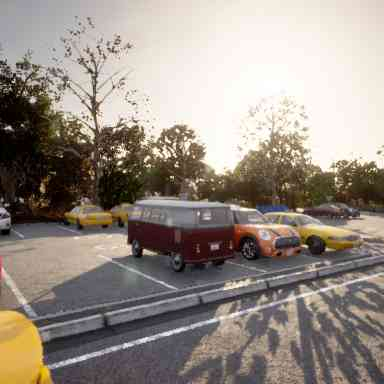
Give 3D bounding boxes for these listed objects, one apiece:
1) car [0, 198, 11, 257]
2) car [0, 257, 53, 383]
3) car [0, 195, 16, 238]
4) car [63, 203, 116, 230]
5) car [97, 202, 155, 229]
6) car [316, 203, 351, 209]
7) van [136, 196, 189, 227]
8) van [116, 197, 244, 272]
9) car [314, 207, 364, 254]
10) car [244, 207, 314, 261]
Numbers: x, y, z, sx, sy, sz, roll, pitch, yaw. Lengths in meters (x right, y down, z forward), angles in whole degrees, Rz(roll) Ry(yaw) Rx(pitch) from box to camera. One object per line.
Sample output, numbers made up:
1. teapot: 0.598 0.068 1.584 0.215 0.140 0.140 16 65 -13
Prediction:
1. car: -5.603 1.198 7.265 2.435 2.045 5.566 0 0 -36
2. car: -3.260 1.478 1.358 5.008 1.535 1.882 0 0 -35
3. car: -11.425 1.205 18.129 2.435 2.045 5.566 0 0 -36
4. car: -6.911 1.498 21.642 1.946 1.575 5.366 1 0 -36
5. car: -4.751 1.529 23.196 1.946 1.575 5.366 1 -1 -36
6. car: 14.512 2.114 36.798 2.002 1.452 4.674 2 -1 -36
7. van: -2.305 1.345 24.585 1.878 1.987 4.442 1 -1 -36
8. van: -0.633 1.265 10.960 1.878 1.987 4.442 1 0 -36
9. car: 4.374 1.558 14.193 1.946 1.575 5.366 1 -1 -36
10. car: 1.881 1.395 12.665 2.185 1.767 4.553 1 -1 -36
